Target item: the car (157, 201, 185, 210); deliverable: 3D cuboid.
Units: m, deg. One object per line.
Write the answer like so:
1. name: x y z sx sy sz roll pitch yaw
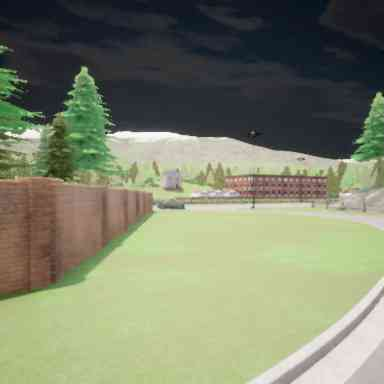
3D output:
1. car: -3.216 2.040 50.785 4.181 1.385 1.994 0 -1 6
